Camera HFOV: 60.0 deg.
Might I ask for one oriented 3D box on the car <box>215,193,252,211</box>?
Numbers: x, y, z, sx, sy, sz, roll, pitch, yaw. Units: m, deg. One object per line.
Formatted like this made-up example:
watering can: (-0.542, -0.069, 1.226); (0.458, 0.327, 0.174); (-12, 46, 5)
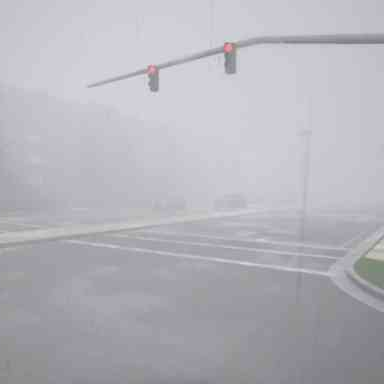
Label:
car: (4.960, 1.191, 41.349); (2.150, 2.045, 5.566); (0, 0, 35)

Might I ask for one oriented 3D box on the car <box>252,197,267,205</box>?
car: (11.150, 1.529, 56.167); (1.994, 1.385, 4.181); (0, 0, 36)

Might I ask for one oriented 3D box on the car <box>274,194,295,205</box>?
car: (15.825, 1.297, 56.689); (2.150, 2.045, 5.566); (0, 0, 35)

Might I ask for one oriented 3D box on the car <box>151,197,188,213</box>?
car: (-2.450, 1.318, 36.875); (2.097, 1.767, 4.553); (0, 0, 35)
